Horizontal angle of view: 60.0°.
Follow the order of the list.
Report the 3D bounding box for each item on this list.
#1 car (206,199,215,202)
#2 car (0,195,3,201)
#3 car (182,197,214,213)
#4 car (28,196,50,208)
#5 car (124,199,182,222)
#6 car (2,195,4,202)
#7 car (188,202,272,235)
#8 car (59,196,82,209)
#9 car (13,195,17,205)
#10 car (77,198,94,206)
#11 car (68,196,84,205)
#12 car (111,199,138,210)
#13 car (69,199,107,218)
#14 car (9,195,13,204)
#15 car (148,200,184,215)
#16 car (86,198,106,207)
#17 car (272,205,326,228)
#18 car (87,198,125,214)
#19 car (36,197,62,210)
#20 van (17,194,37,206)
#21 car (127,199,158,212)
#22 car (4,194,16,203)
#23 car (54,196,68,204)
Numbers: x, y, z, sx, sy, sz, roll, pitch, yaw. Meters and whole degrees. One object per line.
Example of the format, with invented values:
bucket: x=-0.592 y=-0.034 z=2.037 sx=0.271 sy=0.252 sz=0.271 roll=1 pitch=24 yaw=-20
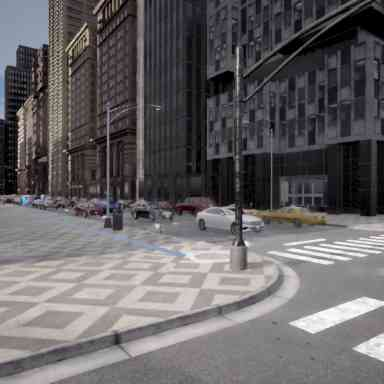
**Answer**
car: x=3.487 y=1.594 z=27.432 sx=1.752 sy=1.417 sz=4.829 roll=0 pitch=0 yaw=-35
car: x=-45.421 y=1.691 z=81.811 sx=1.967 sy=1.590 sz=4.097 roll=0 pitch=0 yaw=-35
car: x=0.350 y=1.398 z=31.867 sx=2.192 sy=1.841 sz=5.009 roll=0 pitch=0 yaw=-35
car: x=-22.775 y=1.713 z=49.796 sx=1.802 sy=1.307 sz=4.206 roll=0 pitch=0 yaw=-35
car: x=-3.232 y=1.548 z=26.786 sx=2.128 sy=1.511 sz=4.902 roll=0 pitch=0 yaw=-35
car: x=-42.186 y=1.815 z=77.237 sx=1.802 sy=1.307 sz=4.206 roll=0 pitch=0 yaw=-35
car: x=2.054 y=1.557 z=19.273 sx=1.812 sy=1.442 sz=4.674 roll=0 pitch=0 yaw=-37
car: x=-17.767 y=1.693 z=47.492 sx=1.994 sy=1.385 sz=4.181 roll=0 pitch=0 yaw=-35
car: x=-32.383 y=1.706 z=63.378 sx=1.752 sy=1.417 sz=4.829 roll=0 pitch=0 yaw=-35
car: x=-19.060 y=1.760 z=59.306 sx=1.802 sy=1.307 sz=4.206 roll=0 pitch=0 yaw=-35
car: x=-22.295 y=1.635 z=63.879 sx=1.967 sy=1.590 sz=4.097 roll=0 pitch=0 yaw=-35
car: x=-9.355 y=1.680 z=45.586 sx=2.008 sy=1.369 sz=4.403 roll=0 pitch=0 yaw=-35
car: x=-9.835 y=1.612 z=31.502 sx=1.887 sy=1.381 sz=4.507 roll=0 pitch=0 yaw=-35
car: x=-35.716 y=1.780 z=68.090 sx=1.802 sy=1.307 sz=4.206 roll=0 pitch=0 yaw=-35
car: x=-2.885 y=1.643 z=36.440 sx=1.887 sy=1.381 sz=4.507 roll=0 pitch=0 yaw=-35
car: x=-15.825 y=1.728 z=54.733 sx=1.947 sy=1.339 sz=4.313 roll=0 pitch=0 yaw=-35
car: x=6.722 y=1.579 z=22.859 sx=1.752 sy=1.417 sz=4.829 roll=0 pitch=0 yaw=-35
car: x=-9.100 y=1.562 z=35.097 sx=1.882 sy=1.535 sz=5.008 roll=0 pitch=0 yaw=-35
car: x=-19.540 y=1.697 z=45.223 sx=1.802 sy=1.307 sz=4.206 roll=0 pitch=0 yaw=-35
van: x=-29.246 y=1.505 z=58.944 sx=1.690 sy=1.788 sz=3.998 roll=0 pitch=0 yaw=-35
car: x=-6.218 y=1.640 z=41.152 sx=1.752 sy=1.417 sz=4.829 roll=0 pitch=0 yaw=-35
car: x=-38.951 y=1.530 z=72.665 sx=2.192 sy=1.841 sz=5.009 roll=0 pitch=0 yaw=-35
car: x=-28.764 y=1.669 z=73.025 sx=1.967 sy=1.590 sz=4.097 roll=0 pitch=0 yaw=-35
